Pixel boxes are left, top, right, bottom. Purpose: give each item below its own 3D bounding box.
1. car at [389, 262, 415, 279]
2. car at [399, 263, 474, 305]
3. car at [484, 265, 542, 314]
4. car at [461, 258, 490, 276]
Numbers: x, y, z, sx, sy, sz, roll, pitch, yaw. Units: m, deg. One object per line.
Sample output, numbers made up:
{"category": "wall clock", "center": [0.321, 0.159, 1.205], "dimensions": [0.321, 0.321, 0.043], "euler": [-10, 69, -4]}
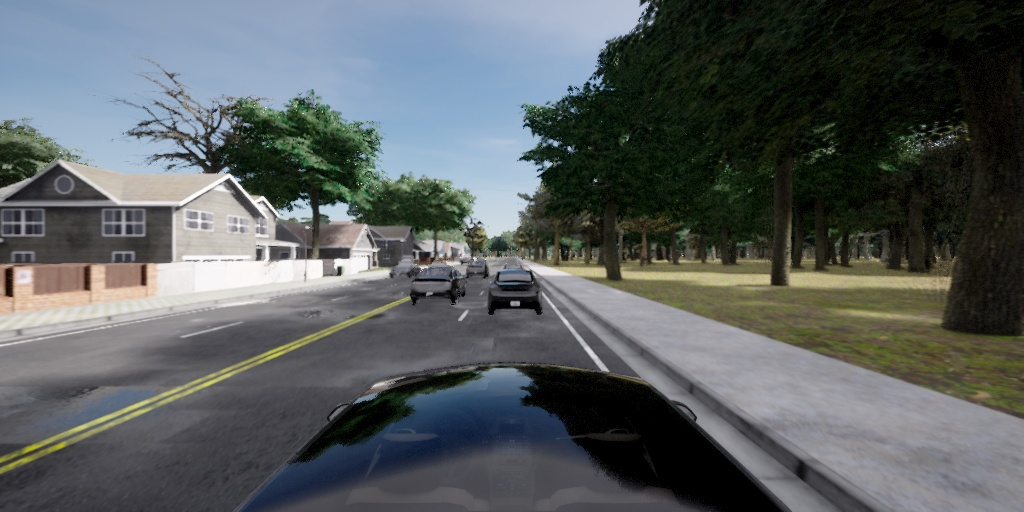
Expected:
{"category": "car", "center": [-9.837, 1.272, 33.191], "dimensions": [1.812, 1.442, 4.674], "euler": [0, 0, 0]}
{"category": "car", "center": [-3.145, 1.240, 16.085], "dimensions": [2.128, 1.511, 4.902], "euler": [0, 0, 0]}
{"category": "car", "center": [0.106, 1.254, 13.750], "dimensions": [1.837, 1.490, 4.892], "euler": [0, 0, 0]}
{"category": "car", "center": [-3.139, 1.238, 33.397], "dimensions": [2.128, 1.511, 4.902], "euler": [0, 0, 0]}
